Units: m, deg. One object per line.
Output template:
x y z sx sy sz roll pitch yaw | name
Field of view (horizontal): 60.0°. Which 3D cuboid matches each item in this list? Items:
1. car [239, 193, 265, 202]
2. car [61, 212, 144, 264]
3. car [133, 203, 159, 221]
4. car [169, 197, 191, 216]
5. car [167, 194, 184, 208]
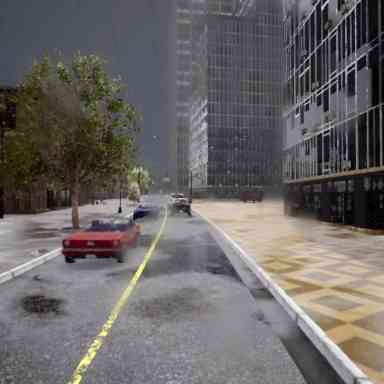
11.932 1.211 66.543 5.009 1.841 2.192 0 -1 13 | car
-3.055 1.604 12.050 1.895 1.301 4.718 0 0 -2 | car
-3.687 1.605 27.322 1.895 1.301 4.718 0 0 -4 | car
-1.126 1.511 32.690 1.837 1.490 4.892 0 0 -4 | car
-2.081 1.230 44.955 2.150 2.045 5.566 0 0 -6 | car
